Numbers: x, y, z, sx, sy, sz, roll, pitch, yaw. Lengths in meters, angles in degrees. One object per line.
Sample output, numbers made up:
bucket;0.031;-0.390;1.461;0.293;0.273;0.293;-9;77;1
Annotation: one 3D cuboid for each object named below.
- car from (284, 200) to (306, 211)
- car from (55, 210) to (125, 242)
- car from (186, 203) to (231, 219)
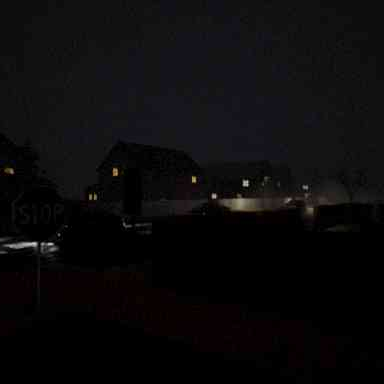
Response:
car;13.689;1.783;44.027;1.837;1.490;4.892;0;-1;36
car;-5.440;1.625;17.033;1.994;1.385;4.181;0;0;36
car;1.403;1.622;26.745;2.128;1.511;4.902;0;0;35
